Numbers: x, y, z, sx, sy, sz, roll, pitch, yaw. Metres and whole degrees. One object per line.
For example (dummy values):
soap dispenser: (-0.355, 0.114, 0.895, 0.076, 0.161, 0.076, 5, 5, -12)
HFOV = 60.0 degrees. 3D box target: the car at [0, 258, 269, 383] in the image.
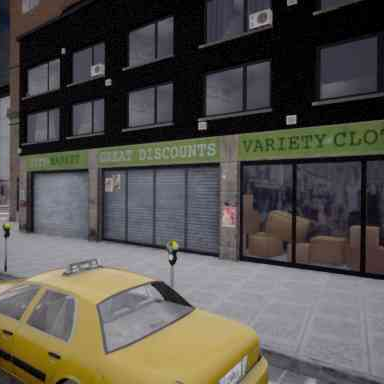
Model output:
car: (-1.523, 1.524, 4.177, 4.829, 1.417, 1.752, 0, 1, 35)
